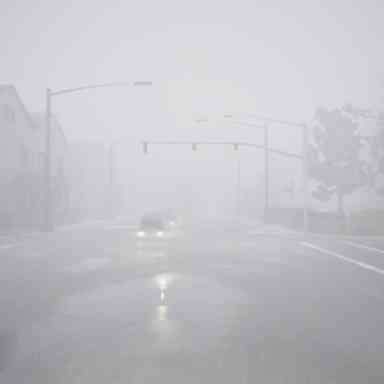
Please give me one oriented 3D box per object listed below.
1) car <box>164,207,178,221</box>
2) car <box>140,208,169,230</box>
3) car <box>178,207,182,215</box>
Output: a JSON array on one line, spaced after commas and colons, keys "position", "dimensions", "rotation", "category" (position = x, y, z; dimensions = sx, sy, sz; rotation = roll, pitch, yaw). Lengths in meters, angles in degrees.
[{"position": [-3.275, 2.755, 42.263], "dimensions": [2.097, 1.767, 4.553], "rotation": [0, -2, 1], "category": "car"}, {"position": [-3.377, 2.448, 29.401], "dimensions": [1.882, 1.535, 5.008], "rotation": [0, -2, 1], "category": "car"}, {"position": [-3.030, 3.646, 63.653], "dimensions": [1.812, 1.442, 4.674], "rotation": [0, -2, 1], "category": "car"}]
